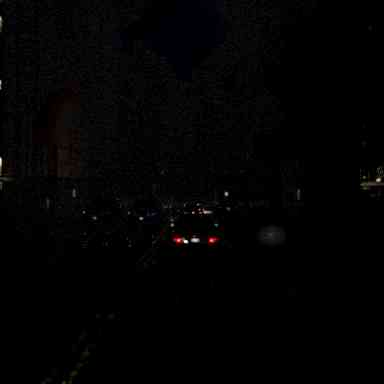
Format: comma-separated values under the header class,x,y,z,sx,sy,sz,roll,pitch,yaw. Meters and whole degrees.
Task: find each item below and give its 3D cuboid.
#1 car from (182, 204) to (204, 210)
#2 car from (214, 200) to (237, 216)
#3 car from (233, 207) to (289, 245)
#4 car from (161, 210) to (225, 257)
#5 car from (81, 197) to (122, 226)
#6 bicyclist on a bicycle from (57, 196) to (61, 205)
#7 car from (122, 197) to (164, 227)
class,x,y,z,sx,sy,sz,roll,pitch,yaw
car,0.105,1.787,29.842,2.033,1.411,5.357,0,0,0
car,3.356,1.614,32.864,2.097,1.767,4.553,0,0,0
car,3.354,1.662,16.255,1.812,1.442,4.674,0,-1,0
car,0.104,1.660,13.434,2.033,1.411,5.357,0,0,0
car,-6.593,1.430,25.312,2.150,2.045,5.566,0,-1,0
bicyclist on a bicycle,-24.695,1.604,61.567,0.582,1.620,1.656,0,0,1
car,-3.344,1.425,24.723,2.150,2.045,5.566,0,-1,0
